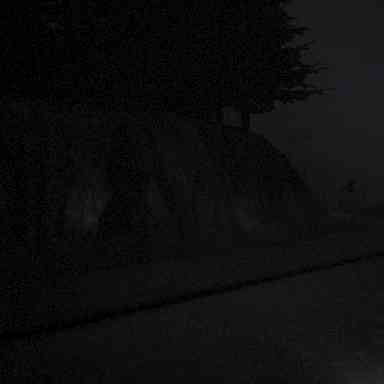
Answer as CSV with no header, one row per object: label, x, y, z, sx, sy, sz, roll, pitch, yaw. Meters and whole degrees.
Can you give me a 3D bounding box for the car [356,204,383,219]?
car,15.934,1.601,26.656,1.895,1.301,4.718,0,0,-36
